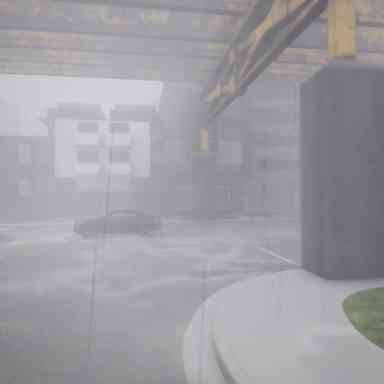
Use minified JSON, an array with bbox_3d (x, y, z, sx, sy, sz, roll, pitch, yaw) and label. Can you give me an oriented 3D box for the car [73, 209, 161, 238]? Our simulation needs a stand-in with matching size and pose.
[{"bbox_3d":[-4.020,1.667,18.207,4.674,1.442,1.812,0,0,-9],"label":"car"}]
